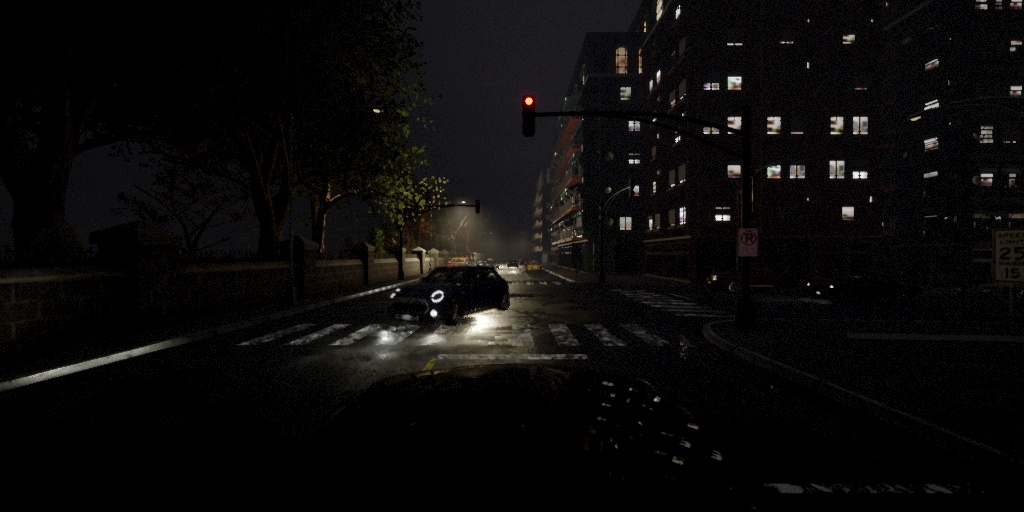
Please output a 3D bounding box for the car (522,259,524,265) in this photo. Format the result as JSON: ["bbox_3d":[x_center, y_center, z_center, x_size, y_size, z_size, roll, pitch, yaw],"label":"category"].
[{"bbox_3d":[2.725,1.307,49.631,1.888,1.381,4.507,0,0,0],"label":"car"}]

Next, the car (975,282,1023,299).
[{"bbox_3d":[31.528,1.857,22.006,4.829,1.417,1.751,0,0,0],"label":"car"}]

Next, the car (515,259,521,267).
[{"bbox_3d":[0.145,1.319,64.342,2.033,1.411,5.357,0,0,-1],"label":"car"}]

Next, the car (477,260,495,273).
[{"bbox_3d":[-3.067,1.263,43.676,1.837,1.490,4.892,0,0,0],"label":"car"}]

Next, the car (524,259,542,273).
[{"bbox_3d":[2.721,1.283,44.266,1.751,1.417,4.829,0,0,0],"label":"car"}]

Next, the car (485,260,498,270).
[{"bbox_3d":[-3.053,1.290,53.843,1.812,1.442,4.674,0,0,0],"label":"car"}]

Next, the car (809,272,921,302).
[{"bbox_3d":[18.775,1.710,19.382,4.718,1.301,1.895,1,0,0],"label":"car"}]

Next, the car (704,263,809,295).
[{"bbox_3d":[14.612,1.338,21.966,5.009,1.841,2.192,0,0,0],"label":"car"}]

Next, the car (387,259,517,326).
[{"bbox_3d":[-1.897,1.101,11.892,2.097,1.767,4.553,0,0,27],"label":"car"}]

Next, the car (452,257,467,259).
[{"bbox_3d":[-5.664,1.070,38.566,2.192,1.841,5.009,0,0,0],"label":"car"}]

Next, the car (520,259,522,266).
[{"bbox_3d":[2.729,1.316,55.166,2.007,1.370,4.403,0,0,0],"label":"car"}]
